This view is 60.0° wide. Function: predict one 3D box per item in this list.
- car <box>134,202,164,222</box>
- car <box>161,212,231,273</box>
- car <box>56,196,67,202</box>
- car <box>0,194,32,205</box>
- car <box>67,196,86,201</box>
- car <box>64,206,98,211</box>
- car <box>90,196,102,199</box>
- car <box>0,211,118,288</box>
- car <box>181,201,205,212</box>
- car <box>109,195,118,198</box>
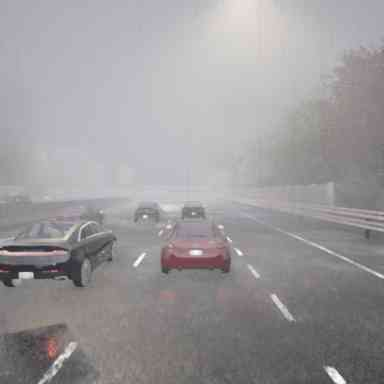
[{"bbox_3d":[-3.389,1.527,26.514,1.837,1.490,4.892,0,0,0],"label":"car"},{"bbox_3d":[0.104,1.570,10.771,1.994,1.385,4.181,0,0,0],"label":"car"},{"bbox_3d":[-27.973,1.520,72.416,1.882,1.535,5.008,0,0,0],"label":"car"},{"bbox_3d":[-17.580,1.250,32.198,2.150,2.045,5.566,0,0,0],"label":"car"},{"bbox_3d":[-24.473,1.586,71.998,2.033,1.411,5.357,0,0,0],"label":"car"},{"bbox_3d":[-6.891,1.563,20.757,2.033,1.411,5.357,0,0,0],"label":"car"},{"bbox_3d":[-20.973,1.566,72.413,1.812,1.442,4.674,0,0,0],"label":"car"},{"bbox_3d":[-3.396,1.496,9.240,2.128,1.511,4.902,0,0,0],"label":"car"},{"bbox_3d":[0.113,1.501,28.057,1.882,1.535,5.008,0,0,0],"label":"car"},{"bbox_3d":[-17.472,1.481,74.629,2.033,1.411,5.357,0,0,0],"label":"car"}]
